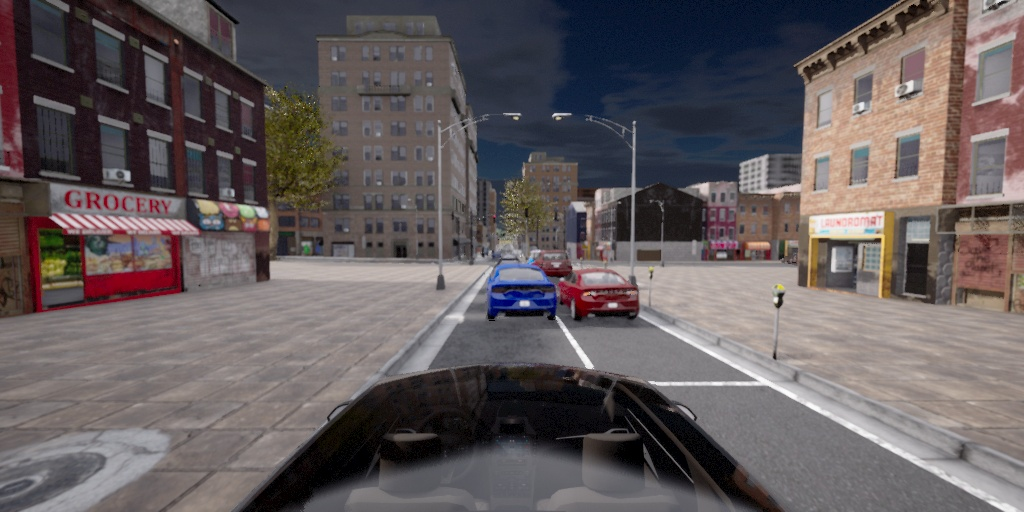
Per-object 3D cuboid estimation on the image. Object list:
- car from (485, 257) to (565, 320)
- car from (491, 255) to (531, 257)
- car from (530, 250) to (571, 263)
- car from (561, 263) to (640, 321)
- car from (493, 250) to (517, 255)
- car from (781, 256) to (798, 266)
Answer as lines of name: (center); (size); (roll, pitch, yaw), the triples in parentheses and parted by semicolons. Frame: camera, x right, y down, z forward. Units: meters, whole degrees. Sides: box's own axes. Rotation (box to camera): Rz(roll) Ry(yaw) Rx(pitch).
car: (0.155, 0.980, 11.452); (1.882, 1.535, 5.008); (0, 1, -4)
car: (-0.123, 0.827, 21.399); (1.994, 1.385, 4.181); (0, 1, -1)
car: (2.421, 0.568, 21.860); (2.192, 1.841, 5.009); (0, 0, -1)
car: (2.536, 1.053, 11.284); (1.888, 1.381, 4.507); (0, 0, -1)
car: (-0.254, 0.521, 31.437); (2.128, 1.511, 4.902); (0, 1, 0)
car: (37.830, 0.471, 46.014); (5.357, 1.411, 2.033); (0, 3, 0)
